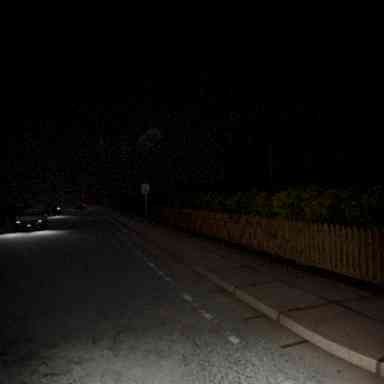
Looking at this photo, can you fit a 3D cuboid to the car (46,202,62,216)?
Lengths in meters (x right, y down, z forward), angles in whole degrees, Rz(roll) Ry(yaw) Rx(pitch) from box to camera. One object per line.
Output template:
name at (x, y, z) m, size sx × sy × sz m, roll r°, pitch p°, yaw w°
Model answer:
car at (-17.946, 2.125, 42.735) m, size 2.097 × 1.767 × 4.553 m, roll -2°, pitch 0°, yaw -19°

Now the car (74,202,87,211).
car at (-18.095, 2.309, 53.969) m, size 1.812 × 1.442 × 4.674 m, roll -2°, pitch 0°, yaw -19°

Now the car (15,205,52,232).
car at (-11.869, 2.037, 24.836) m, size 1.812 × 1.442 × 4.674 m, roll -2°, pitch 0°, yaw -19°
